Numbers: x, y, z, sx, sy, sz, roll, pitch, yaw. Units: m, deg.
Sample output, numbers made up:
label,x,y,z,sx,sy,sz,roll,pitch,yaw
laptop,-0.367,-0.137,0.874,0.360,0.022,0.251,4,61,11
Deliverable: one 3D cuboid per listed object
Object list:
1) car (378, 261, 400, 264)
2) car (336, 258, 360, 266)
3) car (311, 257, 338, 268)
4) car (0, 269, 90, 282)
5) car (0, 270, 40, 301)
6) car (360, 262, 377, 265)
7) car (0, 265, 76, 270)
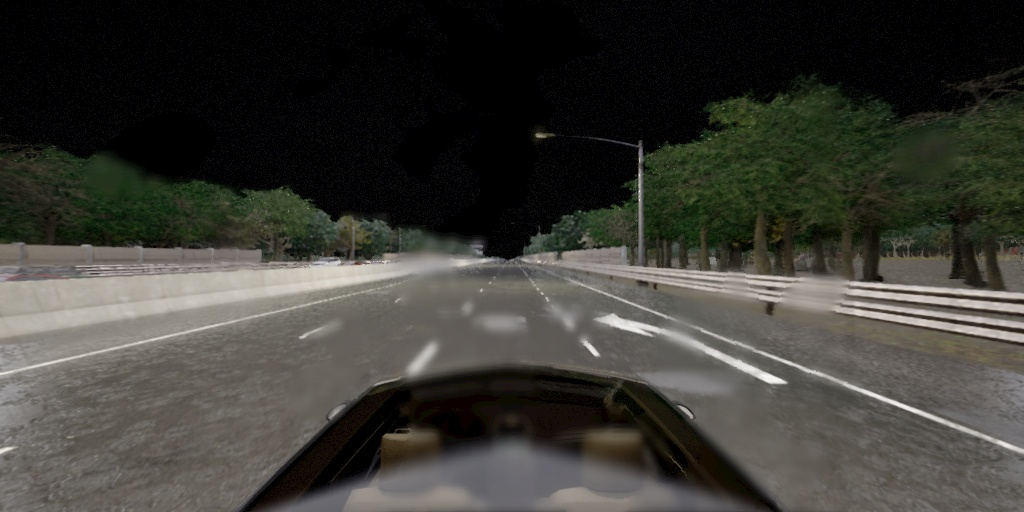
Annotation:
label,x,y,z,sx,sy,sz,roll,pitch,yaw
car,-17.588,1.514,52.773,1.837,1.490,4.892,0,0,0
car,-24.574,1.495,55.220,1.882,1.535,5.008,0,0,1
car,-28.065,1.236,54.426,2.150,2.045,5.566,0,0,1
car,-17.606,1.342,12.474,1.812,1.442,4.674,0,0,0
car,-24.610,1.380,15.250,2.033,1.411,5.357,0,0,0
car,-21.067,1.567,55.656,2.033,1.411,5.357,0,0,1
car,-21.107,1.185,15.202,2.097,1.767,4.553,0,0,0
